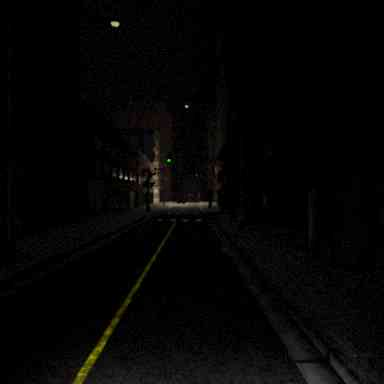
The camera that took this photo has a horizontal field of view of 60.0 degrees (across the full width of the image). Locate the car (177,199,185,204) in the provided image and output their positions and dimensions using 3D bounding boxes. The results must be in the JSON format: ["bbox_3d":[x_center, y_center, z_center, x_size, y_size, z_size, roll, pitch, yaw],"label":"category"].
[{"bbox_3d":[-2.731,2.342,82.107,1.895,1.301,4.718,0,-1,0],"label":"car"}]
